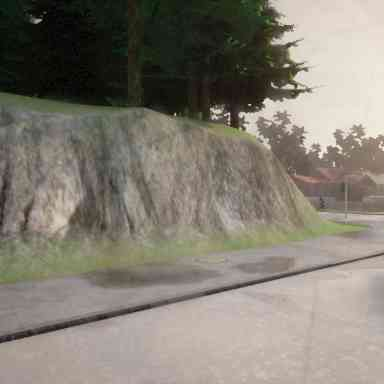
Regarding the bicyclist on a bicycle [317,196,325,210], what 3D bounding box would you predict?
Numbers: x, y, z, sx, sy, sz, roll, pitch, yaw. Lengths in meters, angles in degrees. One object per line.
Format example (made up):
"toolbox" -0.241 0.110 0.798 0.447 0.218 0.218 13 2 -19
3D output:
"bicyclist on a bicycle" 15.552 1.349 39.986 1.656 1.620 0.582 0 0 -36
